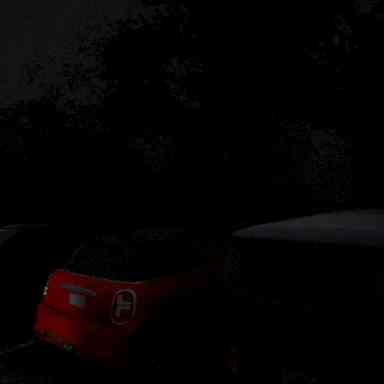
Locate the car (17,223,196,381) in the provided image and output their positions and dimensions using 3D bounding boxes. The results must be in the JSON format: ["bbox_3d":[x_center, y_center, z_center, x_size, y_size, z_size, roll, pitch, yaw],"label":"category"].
[{"bbox_3d":[-0.228,1.389,5.944,2.185,1.767,4.553,-1,0,36],"label":"car"}]

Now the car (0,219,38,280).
[{"bbox_3d":[-4.737,1.619,9.208,2.002,1.452,4.674,-1,-1,36],"label":"car"}]

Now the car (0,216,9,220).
[{"bbox_3d":[-7.002,1.614,10.832,2.097,1.535,5.008,-1,-1,36],"label":"car"}]

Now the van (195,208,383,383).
[{"bbox_3d":[2.119,1.261,4.448,1.878,1.987,4.442,-1,0,36],"label":"van"}]

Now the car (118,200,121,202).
[{"bbox_3d":[-9.652,1.634,48.831,1.812,1.442,4.674,-4,-1,30],"label":"car"}]
